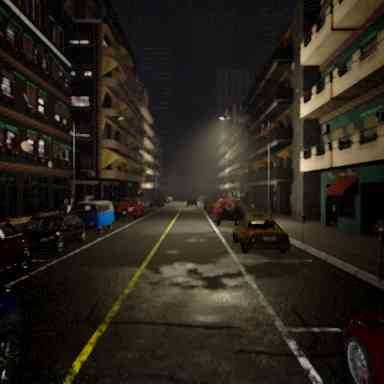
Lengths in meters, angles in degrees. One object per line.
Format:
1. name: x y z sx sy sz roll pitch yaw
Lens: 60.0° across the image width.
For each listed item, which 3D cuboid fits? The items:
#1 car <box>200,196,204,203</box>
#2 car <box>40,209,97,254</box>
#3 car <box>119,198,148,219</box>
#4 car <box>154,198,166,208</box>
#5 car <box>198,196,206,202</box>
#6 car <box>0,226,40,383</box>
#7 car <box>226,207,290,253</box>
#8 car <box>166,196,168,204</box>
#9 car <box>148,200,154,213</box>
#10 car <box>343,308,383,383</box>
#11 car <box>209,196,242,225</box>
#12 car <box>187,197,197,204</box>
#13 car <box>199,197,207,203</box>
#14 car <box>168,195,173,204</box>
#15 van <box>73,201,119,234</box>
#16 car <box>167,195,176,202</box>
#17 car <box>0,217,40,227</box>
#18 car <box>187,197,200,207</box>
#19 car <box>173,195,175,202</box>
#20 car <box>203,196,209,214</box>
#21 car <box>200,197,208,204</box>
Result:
1. car: 2.677 1.521 47.213 2.192 1.841 5.009 -1 0 0
2. car: -5.668 1.610 13.628 2.008 1.369 4.403 -1 0 0
3. car: -5.694 1.447 30.435 2.192 1.841 5.009 -1 0 0
4. car: -5.700 1.812 52.842 1.802 1.307 4.206 -1 0 0
5. car: 2.678 1.819 86.426 1.967 1.590 4.097 -1 0 0
6. car: -3.093 1.362 2.107 2.097 1.767 4.553 0 0 0
7. car: 2.679 1.585 13.770 1.752 1.417 4.829 -1 0 0
8. car: -5.700 1.837 58.444 1.802 1.307 4.206 -1 0 0
9. car: -5.708 1.707 36.036 2.008 1.369 4.403 -1 0 0
10. car: 2.680 1.593 2.395 1.802 1.307 4.206 -1 0 0
11. car: 2.676 1.423 24.805 2.192 1.841 5.009 -1 0 0
12. car: 0.000 1.742 69.040 1.812 1.442 4.674 0 0 0
13. car: 2.680 1.920 80.823 1.947 1.339 4.313 -1 0 0
14. car: -5.700 1.855 69.648 2.008 1.369 4.403 -1 0 0
15. van: -5.670 1.425 19.231 1.690 1.788 3.998 -1 0 0
16. car: -5.704 1.720 92.057 2.192 1.841 5.009 -1 0 0
17. car: -5.669 1.475 8.026 1.967 1.590 4.097 -1 0 0
18. car: 0.000 1.733 58.615 1.882 1.535 5.008 0 0 0
19. car: -5.700 1.905 80.852 2.008 1.369 4.403 -1 0 0
20. car: 2.676 1.472 36.009 2.192 1.841 5.009 -1 0 0
21. car: 2.679 1.855 75.391 1.752 1.417 4.829 -1 0 0
